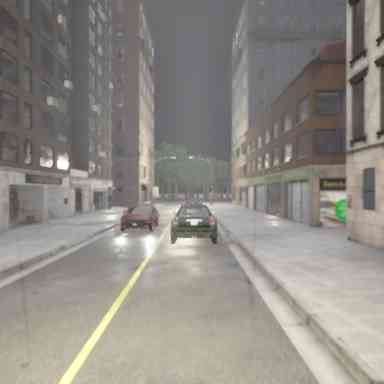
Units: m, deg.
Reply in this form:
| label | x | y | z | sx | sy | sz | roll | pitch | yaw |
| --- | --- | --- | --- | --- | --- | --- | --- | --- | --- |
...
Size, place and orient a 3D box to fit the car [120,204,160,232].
| label | x | y | z | sx | sy | sz | roll | pitch | yaw |
| --- | --- | --- | --- | --- | --- | --- | --- | --- | --- |
| car | -3.107 | 1.494 | 20.558 | 1.882 | 1.535 | 5.008 | 0 | 0 | 0 |

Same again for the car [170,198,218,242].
| label | x | y | z | sx | sy | sz | roll | pitch | yaw |
| --- | --- | --- | --- | --- | --- | --- | --- | --- | --- |
| car | 0.091 | 1.366 | 16.436 | 2.097 | 1.767 | 4.553 | 0 | 0 | 0 |
